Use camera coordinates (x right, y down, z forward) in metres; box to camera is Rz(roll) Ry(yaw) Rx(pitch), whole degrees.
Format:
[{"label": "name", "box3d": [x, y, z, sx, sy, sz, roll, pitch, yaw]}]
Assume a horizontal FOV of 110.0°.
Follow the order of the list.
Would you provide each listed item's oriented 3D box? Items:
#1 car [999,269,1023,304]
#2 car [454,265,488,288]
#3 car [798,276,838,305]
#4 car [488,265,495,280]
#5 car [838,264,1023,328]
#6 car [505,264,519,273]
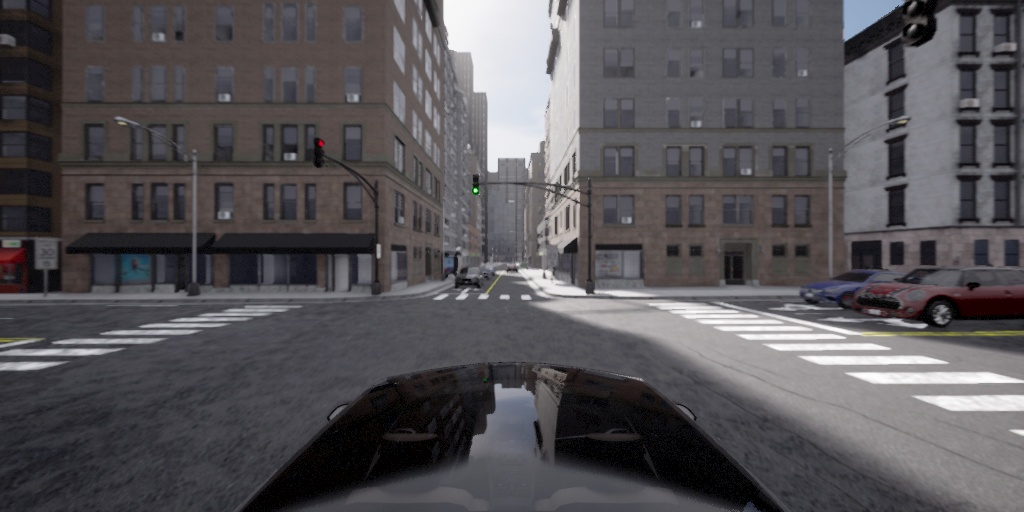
[{"label": "car", "box3d": [22.910, 1.261, 14.355, 4.181, 1.385, 1.994, 0, 0, -1]}, {"label": "car", "box3d": [-3.134, 1.569, 27.027, 1.837, 1.490, 4.892, 0, -1, 0]}, {"label": "car", "box3d": [14.163, 1.281, 14.298, 4.674, 1.442, 1.812, 0, 0, 0]}, {"label": "car", "box3d": [-3.136, 1.792, 36.991, 1.895, 1.301, 4.718, 0, -1, 0]}, {"label": "car", "box3d": [13.338, 1.108, 11.024, 4.553, 1.767, 2.097, 0, 0, -1]}, {"label": "car", "box3d": [0.035, 1.981, 58.072, 1.837, 1.490, 4.892, 0, -1, 0]}]
